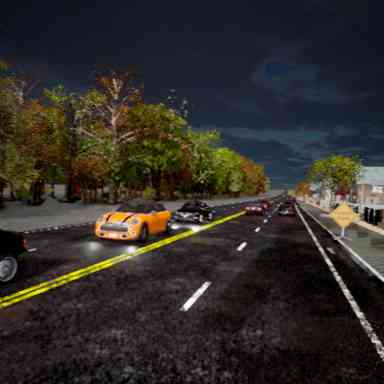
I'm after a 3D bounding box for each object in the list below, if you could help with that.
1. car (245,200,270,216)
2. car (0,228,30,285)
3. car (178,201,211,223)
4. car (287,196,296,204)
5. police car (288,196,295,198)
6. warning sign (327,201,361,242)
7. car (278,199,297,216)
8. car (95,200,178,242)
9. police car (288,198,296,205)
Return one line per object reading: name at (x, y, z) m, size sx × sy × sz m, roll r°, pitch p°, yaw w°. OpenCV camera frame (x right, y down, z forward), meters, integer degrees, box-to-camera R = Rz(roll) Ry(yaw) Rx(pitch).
car at (7.046, 1.790, 36.582) m, size 2.033 × 1.411 × 5.357 m, roll 3°, pitch 0°, yaw 17°
car at (-5.287, 1.275, 6.382) m, size 1.812 × 1.442 × 4.674 m, roll 3°, pitch 0°, yaw 16°
car at (0.202, 1.465, 25.213) m, size 1.837 × 1.490 × 4.892 m, roll 3°, pitch 0°, yaw 16°
car at (26.942, 2.210, 90.014) m, size 2.150 × 2.045 × 5.566 m, roll 3°, pitch 0°, yaw 16°
police car at (22.485, 2.261, 74.730) m, size 1.930 × 1.638 × 5.238 m, roll 3°, pitch 0°, yaw 16°
warning sign at (7.510, 1.423, 16.488) m, size 1.300 × 1.860 × 1.060 m, roll 3°, pitch 0°, yaw 16°
car at (10.834, 1.916, 37.828) m, size 1.837 × 1.490 × 4.892 m, roll 3°, pitch 0°, yaw 16°
car at (-2.571, 1.206, 15.675) m, size 2.097 × 1.767 × 4.553 m, roll 3°, pitch 0°, yaw 16°
police car at (25.279, 2.357, 84.332) m, size 1.930 × 1.638 × 5.238 m, roll 3°, pitch 0°, yaw 16°
